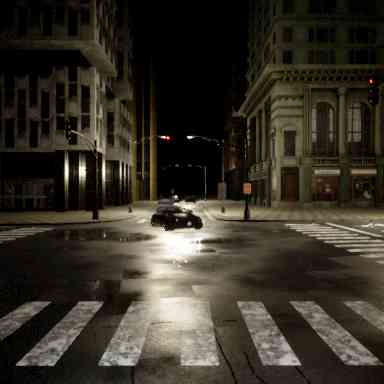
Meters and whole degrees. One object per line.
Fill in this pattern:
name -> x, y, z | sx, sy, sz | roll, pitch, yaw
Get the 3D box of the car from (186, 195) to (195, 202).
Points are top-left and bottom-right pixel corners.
car -> -0.404, 1.454, 73.734 | 1.994, 1.385, 4.181 | 0, 0, 0

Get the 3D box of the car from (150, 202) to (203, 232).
car -> -1.033, 1.559, 20.106 | 1.994, 1.385, 4.181 | 0, 0, -27

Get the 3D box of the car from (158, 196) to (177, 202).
car -> -3.257, 1.519, 40.386 | 2.033, 1.411, 5.357 | 0, 0, 0

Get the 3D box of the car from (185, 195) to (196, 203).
car -> -0.239, 1.451, 63.922 | 1.812, 1.442, 4.674 | 0, 0, 0

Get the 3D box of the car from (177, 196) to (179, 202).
car -> -3.375, 1.420, 62.959 | 2.128, 1.511, 4.902 | 0, 0, 0
